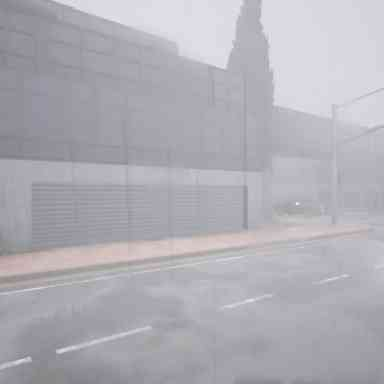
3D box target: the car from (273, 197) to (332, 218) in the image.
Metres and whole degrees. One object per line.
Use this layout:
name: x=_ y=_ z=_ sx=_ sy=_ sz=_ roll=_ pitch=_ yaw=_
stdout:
car: x=9.703 y=1.494 z=30.360 sx=2.128 sy=1.511 sz=4.902 roll=0 pitch=0 yaw=-37

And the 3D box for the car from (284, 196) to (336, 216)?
car: x=11.793 y=1.355 z=33.417 sx=2.097 sy=1.767 sz=4.553 roll=0 pitch=0 yaw=-37
